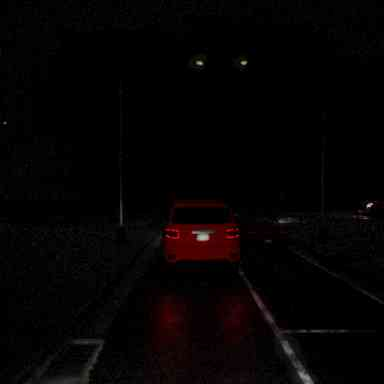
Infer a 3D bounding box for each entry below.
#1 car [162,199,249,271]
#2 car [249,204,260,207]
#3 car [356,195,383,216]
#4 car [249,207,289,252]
[{"bbox_3d":[0.176,1.238,11.134,2.150,2.045,5.566,0,0,-2],"label":"car"},{"bbox_3d":[3.942,1.529,22.754,4.181,1.385,1.994,-2,1,-32],"label":"car"},{"bbox_3d":[15.889,0.964,27.049,4.553,1.767,2.097,-1,1,0],"label":"car"},{"bbox_3d":[2.628,1.563,13.664,1.887,1.381,4.507,-1,0,0],"label":"car"}]
